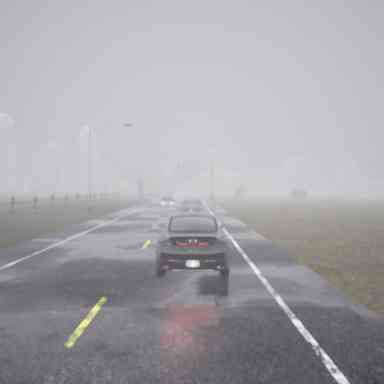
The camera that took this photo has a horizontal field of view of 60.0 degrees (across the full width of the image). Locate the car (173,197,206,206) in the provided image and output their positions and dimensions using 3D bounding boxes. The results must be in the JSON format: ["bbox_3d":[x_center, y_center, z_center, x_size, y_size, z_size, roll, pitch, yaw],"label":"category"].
[{"bbox_3d":[-0.011,1.188,23.795,2.033,1.411,5.357,0,1,0],"label":"car"}]

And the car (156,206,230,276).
[{"bbox_3d":[0.030,1.354,9.851,1.837,1.490,4.892,0,0,0],"label":"car"}]

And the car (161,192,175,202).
[{"bbox_3d":[-3.669,0.756,51.581,2.033,1.411,5.357,0,1,0],"label":"car"}]
